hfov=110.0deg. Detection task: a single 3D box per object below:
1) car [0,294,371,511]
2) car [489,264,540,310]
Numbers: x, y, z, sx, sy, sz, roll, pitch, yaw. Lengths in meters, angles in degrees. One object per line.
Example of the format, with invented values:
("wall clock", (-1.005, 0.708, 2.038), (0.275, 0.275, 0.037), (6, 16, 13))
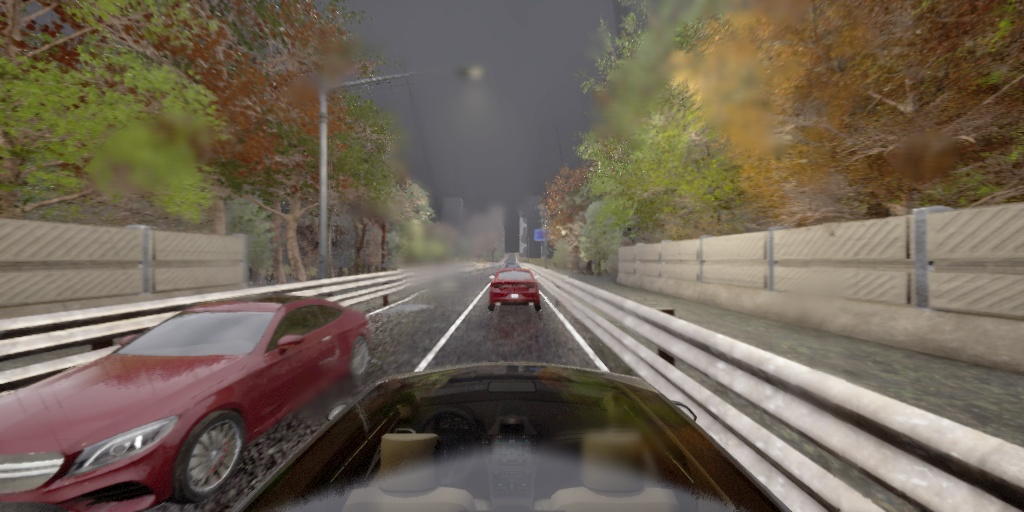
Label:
("car", (-3.349, 1.274, 4.528), (1.812, 1.442, 4.674), (0, 0, 0))
("car", (0.096, 1.239, 14.850), (1.882, 1.535, 5.008), (0, 0, 0))
